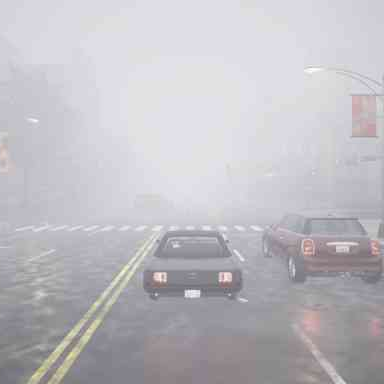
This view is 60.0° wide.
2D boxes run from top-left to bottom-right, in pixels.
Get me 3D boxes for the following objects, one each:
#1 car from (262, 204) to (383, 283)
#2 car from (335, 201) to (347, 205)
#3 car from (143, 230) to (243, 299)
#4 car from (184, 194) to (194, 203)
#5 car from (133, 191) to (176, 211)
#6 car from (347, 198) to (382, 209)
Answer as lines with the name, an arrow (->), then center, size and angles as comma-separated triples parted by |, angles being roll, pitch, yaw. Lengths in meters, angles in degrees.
car -> 3.507, 1.353, 9.872 | 2.097, 1.767, 4.553 | 0, 0, 0
car -> 22.699, 1.552, 45.957 | 5.357, 1.411, 2.033 | 0, 0, 0
car -> 0.015, 1.602, 8.391 | 1.895, 1.301, 4.718 | 0, 0, 0
car -> -0.579, 1.509, 71.865 | 1.837, 1.490, 4.892 | 0, 0, 0
car -> -4.621, 1.225, 40.361 | 2.150, 2.045, 5.566 | 1, 0, 38
car -> 22.619, 1.568, 42.457 | 4.181, 1.385, 1.994 | 0, 0, 0
